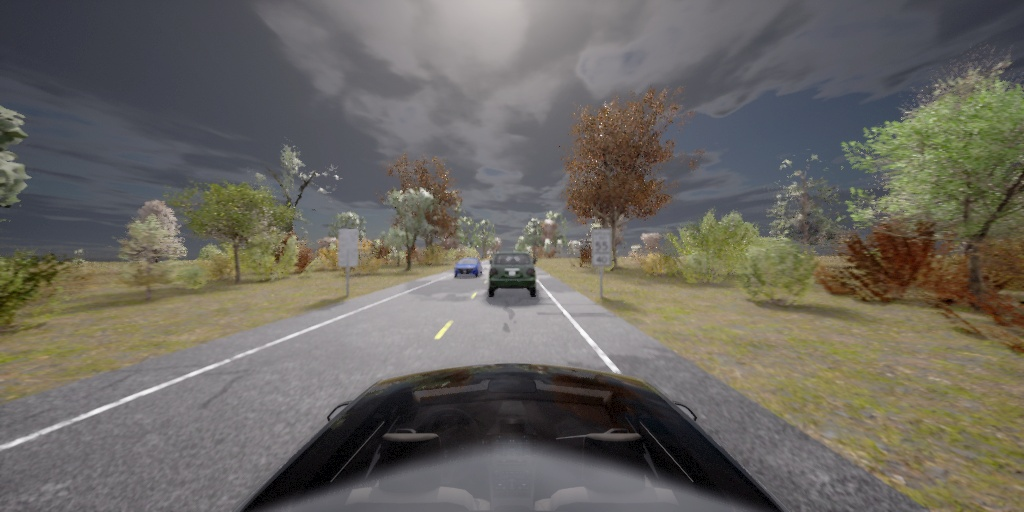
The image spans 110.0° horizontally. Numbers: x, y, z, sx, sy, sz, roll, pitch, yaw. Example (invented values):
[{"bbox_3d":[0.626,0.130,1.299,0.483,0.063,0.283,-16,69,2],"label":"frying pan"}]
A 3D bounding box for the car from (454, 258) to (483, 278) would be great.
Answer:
[{"bbox_3d":[-3.511,0.880,29.331,1.882,1.535,5.008,0,0,0],"label":"car"}]

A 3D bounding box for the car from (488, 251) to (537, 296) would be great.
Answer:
[{"bbox_3d":[0.032,0.764,17.728,2.150,2.045,5.566,0,1,1],"label":"car"}]
